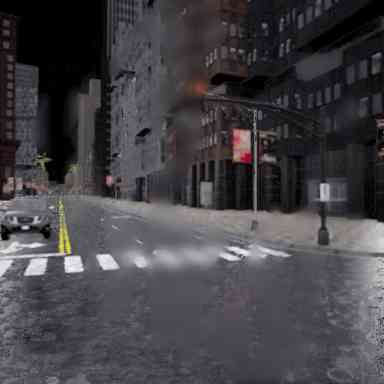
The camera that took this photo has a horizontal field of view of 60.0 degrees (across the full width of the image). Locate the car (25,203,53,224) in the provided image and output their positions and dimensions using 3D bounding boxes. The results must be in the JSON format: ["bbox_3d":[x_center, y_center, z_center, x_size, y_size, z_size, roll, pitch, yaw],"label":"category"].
[{"bbox_3d":[-12.340,1.676,27.079,1.812,1.442,4.674,1,0,-22],"label":"car"}]

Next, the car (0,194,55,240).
[{"bbox_3d":[-8.744,1.319,18.012,2.150,2.045,5.566,1,0,-22],"label":"car"}]

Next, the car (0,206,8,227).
[{"bbox_3d":[-14.466,1.711,23.607,1.895,1.301,4.718,1,0,-22],"label":"car"}]

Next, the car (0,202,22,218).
[{"bbox_3d":[-18.132,1.726,32.882,1.994,1.385,4.181,1,-1,-22],"label":"car"}]

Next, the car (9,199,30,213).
[{"bbox_3d":[-21.796,1.687,42.241,1.882,1.535,5.008,1,0,-21],"label":"car"}]

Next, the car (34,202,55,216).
[{"bbox_3d":[-16.060,1.802,36.491,1.895,1.301,4.718,1,0,-21],"label":"car"}]
